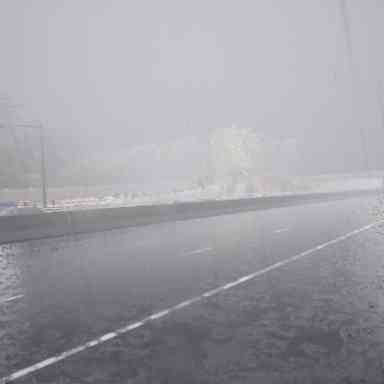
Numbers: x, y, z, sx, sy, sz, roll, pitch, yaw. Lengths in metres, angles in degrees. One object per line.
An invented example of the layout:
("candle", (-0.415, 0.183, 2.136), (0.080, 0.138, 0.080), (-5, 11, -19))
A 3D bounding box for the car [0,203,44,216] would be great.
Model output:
("car", (-12.076, 1.862, 22.382), (2.097, 1.767, 4.553), (-3, 0, 40))

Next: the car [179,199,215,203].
("car", (1.199, 1.542, 37.974), (1.837, 1.490, 4.892), (-3, 0, 41))

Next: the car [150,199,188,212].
("car", (-2.962, 1.727, 43.863), (2.128, 1.511, 4.902), (-3, -1, 41))

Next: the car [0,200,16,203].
("car", (-17.099, 1.774, 27.060), (2.150, 2.045, 5.566), (5, 5, 40))

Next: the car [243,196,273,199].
("car", (10.899, 1.327, 54.708), (1.895, 1.301, 4.718), (-3, 0, 41))

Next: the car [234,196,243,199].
("car", (8.405, 1.365, 57.183), (1.812, 1.442, 4.674), (-3, -1, 41))

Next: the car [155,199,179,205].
("car", (-2.349, 1.713, 39.204), (1.812, 1.442, 4.674), (-3, 0, 41))
